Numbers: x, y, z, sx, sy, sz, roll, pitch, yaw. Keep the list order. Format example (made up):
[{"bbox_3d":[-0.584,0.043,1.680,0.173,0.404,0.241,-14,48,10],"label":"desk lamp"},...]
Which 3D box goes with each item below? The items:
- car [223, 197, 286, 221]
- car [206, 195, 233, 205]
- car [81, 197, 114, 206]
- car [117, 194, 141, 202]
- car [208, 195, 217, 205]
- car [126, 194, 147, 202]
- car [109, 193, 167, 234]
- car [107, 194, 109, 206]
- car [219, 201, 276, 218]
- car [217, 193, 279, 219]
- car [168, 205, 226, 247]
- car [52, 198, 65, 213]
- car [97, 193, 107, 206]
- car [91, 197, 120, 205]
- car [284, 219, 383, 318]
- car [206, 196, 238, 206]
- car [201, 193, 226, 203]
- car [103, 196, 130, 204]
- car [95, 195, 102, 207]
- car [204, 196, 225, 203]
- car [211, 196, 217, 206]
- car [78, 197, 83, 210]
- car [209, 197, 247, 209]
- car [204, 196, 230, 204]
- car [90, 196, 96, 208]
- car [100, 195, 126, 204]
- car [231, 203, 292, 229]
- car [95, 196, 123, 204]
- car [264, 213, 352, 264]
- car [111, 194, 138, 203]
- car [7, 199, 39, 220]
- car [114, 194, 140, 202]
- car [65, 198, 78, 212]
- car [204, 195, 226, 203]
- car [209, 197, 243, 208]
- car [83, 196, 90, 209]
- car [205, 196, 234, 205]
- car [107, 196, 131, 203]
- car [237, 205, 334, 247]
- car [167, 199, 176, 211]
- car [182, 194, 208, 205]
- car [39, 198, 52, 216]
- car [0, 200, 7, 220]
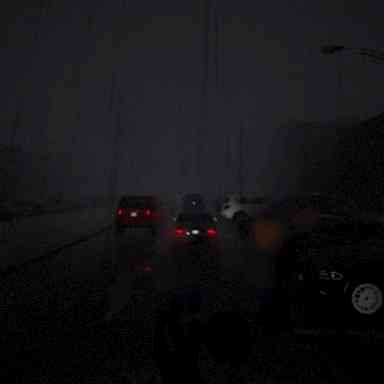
[{"bbox_3d":[4.808,1.327,26.163,4.553,1.767,2.185,0,0,0],"label":"car"},{"bbox_3d":[4.849,1.397,59.595,4.553,1.767,2.185,0,0,0],"label":"car"},{"bbox_3d":[-15.509,1.528,54.526,4.792,1.488,2.163,0,0,0],"label":"car"},{"bbox_3d":[-15.479,1.457,82.092,5.566,2.045,2.435,0,-1,0],"label":"car"},{"bbox_3d":[4.832,1.472,42.803,4.892,1.521,2.231,0,0,0],"label":"car"},{"bbox_3d":[-15.524,1.684,93.113,5.566,2.045,2.435,0,-1,0],"label":"car"},{"bbox_3d":[-2.855,1.196,19.024,2.150,2.045,5.566,0,0,0],"label":"car"},{"bbox_3d":[-15.536,1.488,51.771,5.008,1.535,2.097,0,0,0],"label":"car"},{"bbox_3d":[4.781,1.493,29.034,4.674,1.452,2.002,0,0,0],"label":"car"},{"bbox_3d":[4.795,1.201,23.351,5.566,2.045,2.435,0,0,0],"label":"car"},{"bbox_3d":[0.132,1.527,14.778,2.033,1.411,5.357,0,0,0],"label":"car"},{"bbox_3d":[-15.747,1.445,32.465,5.366,1.575,1.946,0,0,0],"label":"car"},{"bbox_3d":[-15.513,1.353,49.014,4.553,1.767,2.185,0,0,0],"label":"car"},{"bbox_3d":[-15.530,1.563,60.042,4.674,1.452,2.002,0,0,0],"label":"car"},{"bbox_3d":[4.722,1.471,6.800,5.008,1.535,2.097,0,0,0],"label":"car"},{"bbox_3d":[4.865,1.502,54.044,5.008,1.535,2.097,0,0,0],"label":"car"},{"bbox_3d":[4.898,1.368,76.271,5.566,2.045,2.435,0,-1,0],"label":"car"},{"bbox_3d":[-15.518,1.564,68.314,5.008,1.535,2.097,0,0,0],"label":"car"},{"bbox_3d":[-15.577,1.500,46.257,4.792,1.488,2.163,0,0,0],"label":"car"},{"bbox_3d":[4.917,1.633,73.493,4.674,1.452,2.002,0,0,0],"label":"car"},{"bbox_3d":[4.838,1.491,37.370,4.792,1.488,2.163,0,0,0],"label":"car"},{"bbox_3d":[-15.527,1.483,37.986,4.792,1.488,2.163,0,0,0],"label":"car"},{"bbox_3d":[4.829,1.477,45.582,5.008,1.535,2.097,0,0,0],"label":"car"},{"bbox_3d":[4.899,1.547,65.035,4.892,1.521,2.231,0,0,0],"label":"car"},{"bbox_3d":[-15.548,1.504,43.463,4.674,1.452,2.002,0,0,0],"label":"car"},{"bbox_3d":[-15.557,1.425,65.558,4.553,1.767,2.185,0,0,0],"label":"car"},{"bbox_3d":[4.721,1.485,17.791,4.792,1.488,2.163,0,0,0],"label":"car"},{"bbox_3d":[-15.558,1.566,62.799,4.792,1.488,2.163,0,0,0],"label":"car"},{"bbox_3d":[4.754,1.496,9.455,4.792,1.488,2.163,0,0,0],"label":"car"},{"bbox_3d":[-15.486,1.381,76.582,5.566,2.045,2.435,0,-1,0],"label":"car"},{"bbox_3d":[-15.743,1.445,26.950,5.366,1.575,1.946,0,0,0],"label":"car"},{"bbox_3d":[-15.482,1.414,79.339,5.566,2.045,2.435,0,-1,0],"label":"car"},{"bbox_3d":[-15.374,1.448,35.228,5.366,1.575,1.946,0,0,0],"label":"car"},{"bbox_3d":[4.879,1.448,70.717,4.553,1.767,2.185,0,0,0],"label":"car"},{"bbox_3d":[4.872,1.514,48.486,4.792,1.488,2.163,0,0,0],"label":"car"},{"bbox_3d":[-15.524,1.487,40.741,4.792,1.488,2.163,0,0,0],"label":"car"},{"bbox_3d":[5.070,1.531,62.255,5.366,1.575,1.946,0,0,0],"label":"car"},{"bbox_3d":[-15.517,1.623,71.069,4.674,1.452,2.002,0,0,0],"label":"car"},{"bbox_3d":[4.712,1.488,15.013,4.792,1.488,2.163,0,0,0],"label":"car"},{"bbox_3d":[-2.802,1.505,36.713,1.812,1.442,4.674,0,0,0],"label":"car"},{"bbox_3d":[0.192,1.199,34.732,2.150,2.045,5.566,0,0,0],"label":"car"},{"bbox_3d":[-15.589,1.477,29.709,4.792,1.488,2.163,0,0,0],"label":"car"},{"bbox_3d":[-15.524,1.201,21.438,5.566,2.045,2.435,0,0,0],"label":"car"}]
